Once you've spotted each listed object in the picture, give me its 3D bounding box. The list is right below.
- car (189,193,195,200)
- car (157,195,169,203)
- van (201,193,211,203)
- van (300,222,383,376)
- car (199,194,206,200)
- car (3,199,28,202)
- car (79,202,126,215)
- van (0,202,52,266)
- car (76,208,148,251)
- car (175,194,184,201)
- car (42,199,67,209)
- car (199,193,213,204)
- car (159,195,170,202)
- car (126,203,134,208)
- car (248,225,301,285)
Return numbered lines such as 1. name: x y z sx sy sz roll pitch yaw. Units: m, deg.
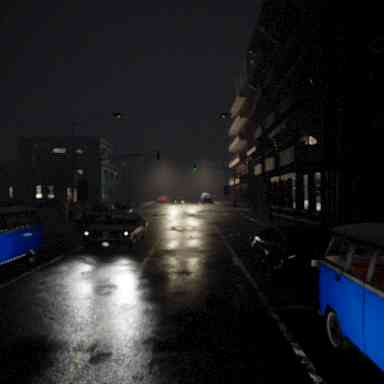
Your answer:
1. car: -0.007 1.292 88.090 2.033 1.411 5.357 0 0 0
2. car: -5.685 1.423 64.149 1.802 1.307 4.206 1 0 0
3. van: 2.699 1.182 64.184 1.690 1.788 3.998 1 0 0
4. van: 2.704 1.335 3.535 1.690 1.788 3.998 1 0 0
5. car: 2.695 1.291 86.678 1.752 1.417 4.829 1 0 0
6. car: -25.203 1.637 46.473 4.313 1.339 1.947 0 0 1
7. car: -5.647 1.400 20.439 1.967 1.590 4.097 1 0 0
8. van: -5.644 1.324 9.147 1.690 1.788 3.998 1 0 0
9. car: -3.095 1.573 14.174 1.895 1.301 4.718 0 0 0
10. car: -3.007 1.270 79.196 1.882 1.535 5.008 0 0 0
11. car: -19.721 1.597 46.398 4.403 1.369 2.008 0 0 1
12. car: 2.697 1.409 58.606 2.008 1.369 4.403 1 0 0
13. car: -5.684 1.368 69.730 1.887 1.381 4.507 1 0 0
14. car: -5.648 1.492 26.085 1.887 1.381 4.507 1 0 0
15. car: 2.700 1.549 9.181 1.947 1.339 4.313 1 0 0
